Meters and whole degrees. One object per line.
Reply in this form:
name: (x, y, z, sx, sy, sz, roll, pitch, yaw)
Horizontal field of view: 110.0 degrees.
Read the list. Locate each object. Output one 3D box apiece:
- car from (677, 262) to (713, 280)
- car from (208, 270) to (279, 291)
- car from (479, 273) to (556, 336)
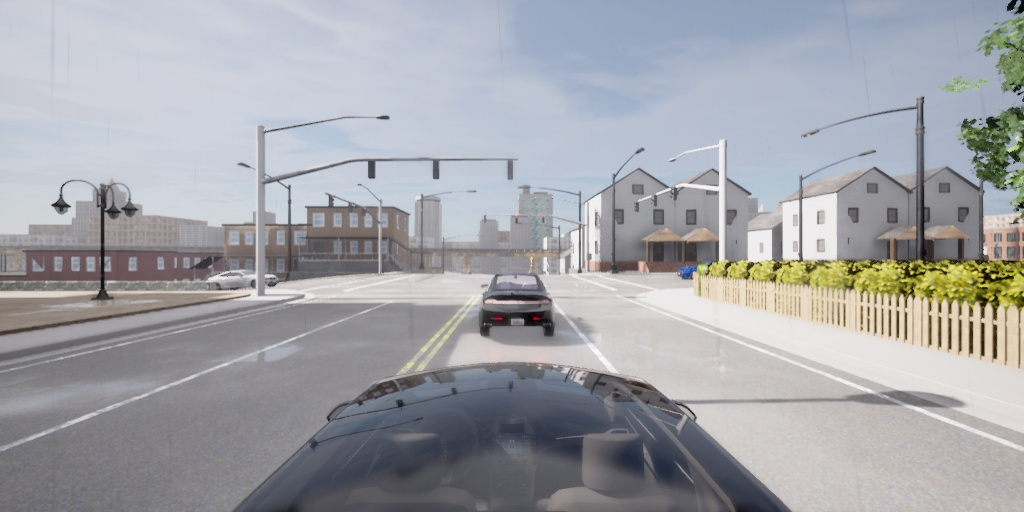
car: (16.655, 1.225, 30.377, 5.008, 1.535, 1.882, 0, 0, -1)
car: (-19.669, 1.740, 26.196, 4.674, 1.442, 1.812, -5, 0, 1)
car: (0.114, 1.241, 10.332, 2.128, 1.511, 4.902, 0, 0, 0)
